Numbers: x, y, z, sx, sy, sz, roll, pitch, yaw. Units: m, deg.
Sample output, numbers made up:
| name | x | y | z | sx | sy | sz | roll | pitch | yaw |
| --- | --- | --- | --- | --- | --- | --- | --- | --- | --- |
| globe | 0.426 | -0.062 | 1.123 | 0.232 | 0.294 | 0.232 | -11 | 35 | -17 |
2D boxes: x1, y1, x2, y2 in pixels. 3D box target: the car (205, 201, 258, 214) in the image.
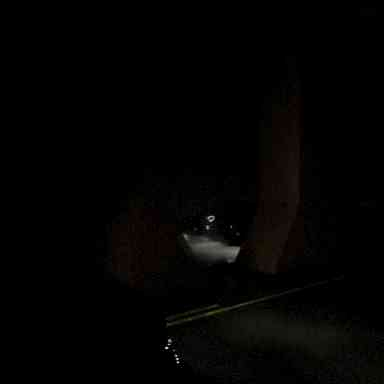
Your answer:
| name | x | y | z | sx | sy | sz | roll | pitch | yaw |
| --- | --- | --- | --- | --- | --- | --- | --- | --- | --- |
| car | 2.003 | 1.316 | 18.310 | 4.553 | 1.767 | 2.097 | 0 | 0 | -35 |

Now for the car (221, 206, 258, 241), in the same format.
| name | x | y | z | sx | sy | sz | roll | pitch | yaw |
| --- | --- | --- | --- | --- | --- | --- | --- | --- | --- |
| car | 3.820 | 1.491 | 15.307 | 4.674 | 1.442 | 1.812 | 0 | 0 | -35 |

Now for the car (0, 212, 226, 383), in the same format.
| name | x | y | z | sx | sy | sz | roll | pitch | yaw |
| --- | --- | --- | --- | --- | --- | --- | --- | --- | --- |
| car | -2.642 | 1.225 | 1.862 | 5.566 | 2.045 | 2.150 | 0 | 0 | -35 |
